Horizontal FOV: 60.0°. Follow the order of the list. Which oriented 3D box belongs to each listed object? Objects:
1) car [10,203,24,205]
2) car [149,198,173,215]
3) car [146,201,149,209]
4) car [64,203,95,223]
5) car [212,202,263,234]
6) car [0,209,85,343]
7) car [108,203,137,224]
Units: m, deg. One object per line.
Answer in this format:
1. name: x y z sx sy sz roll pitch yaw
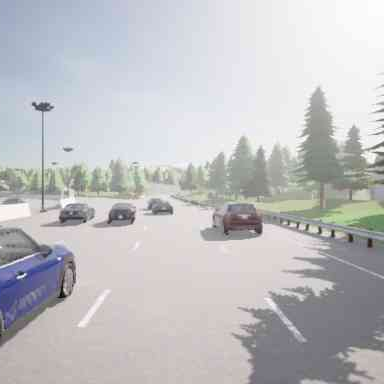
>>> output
1. car: -22.394 1.511 41.763 1.837 1.490 4.892 0 0 -13
2. car: -3.105 1.564 34.642 1.994 1.385 4.181 0 0 -10
3. car: -4.790 1.505 43.404 1.837 1.490 4.892 0 0 -12
4. car: -8.745 1.547 25.593 2.033 1.411 5.357 0 0 -8
5. car: 2.498 1.352 19.273 2.097 1.767 4.553 0 0 -5
6. car: -3.599 1.352 5.586 2.097 1.767 4.553 0 0 -1
7. car: -5.176 1.525 24.960 1.812 1.442 4.674 0 0 -7
